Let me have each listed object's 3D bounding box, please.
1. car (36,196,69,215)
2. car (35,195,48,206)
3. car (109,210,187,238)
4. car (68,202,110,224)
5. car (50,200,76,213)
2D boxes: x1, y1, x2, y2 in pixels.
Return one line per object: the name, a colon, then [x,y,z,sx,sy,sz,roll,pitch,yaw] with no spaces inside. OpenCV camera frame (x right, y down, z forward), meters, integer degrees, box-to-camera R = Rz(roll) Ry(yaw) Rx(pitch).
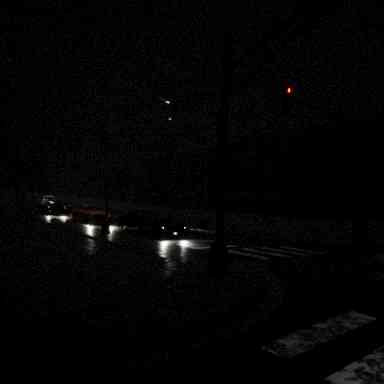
car: [-15.764,1.678,37.813,2.097,1.767,4.553,4,-3,-35]
car: [-23.588,1.547,53.584,2.150,2.045,5.566,4,-1,-36]
car: [-2.489,1.761,19.229,2.033,1.411,5.357,4,-3,-38]
car: [-8.379,1.771,27.493,1.882,1.535,5.008,4,-3,-36]
car: [-17.715,1.939,45.454,2.128,1.511,4.902,4,-2,-35]
